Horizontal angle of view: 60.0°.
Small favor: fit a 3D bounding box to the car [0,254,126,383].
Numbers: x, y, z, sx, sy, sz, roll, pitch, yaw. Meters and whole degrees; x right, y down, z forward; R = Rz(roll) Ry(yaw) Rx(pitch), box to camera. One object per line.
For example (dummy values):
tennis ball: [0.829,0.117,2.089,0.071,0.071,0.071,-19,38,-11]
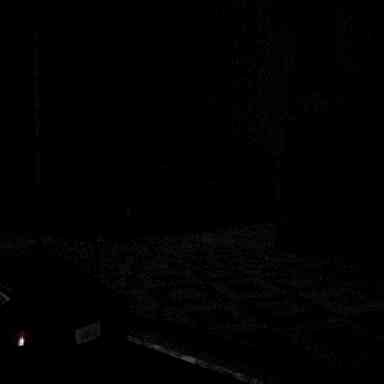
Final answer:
car: [-2.832,1.606,4.873,4.313,1.339,1.947,-1,-1,35]
